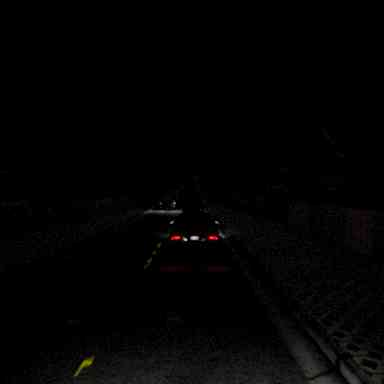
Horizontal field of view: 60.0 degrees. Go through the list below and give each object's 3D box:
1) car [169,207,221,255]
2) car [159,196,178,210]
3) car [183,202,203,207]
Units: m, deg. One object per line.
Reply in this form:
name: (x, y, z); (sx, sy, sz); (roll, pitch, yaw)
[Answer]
car: (0.087, 1.530, 13.199); (2.033, 1.411, 5.357); (0, 0, 0)
car: (-2.847, 1.302, 40.969); (2.097, 1.767, 4.553); (0, 0, 0)
car: (0.090, 1.571, 31.190); (1.895, 1.301, 4.718); (0, 0, 0)
